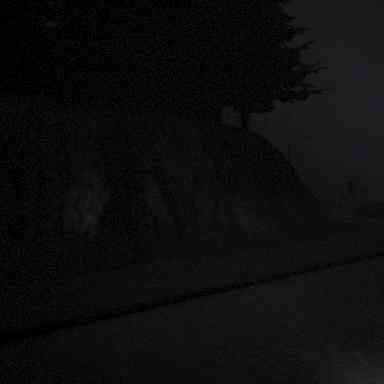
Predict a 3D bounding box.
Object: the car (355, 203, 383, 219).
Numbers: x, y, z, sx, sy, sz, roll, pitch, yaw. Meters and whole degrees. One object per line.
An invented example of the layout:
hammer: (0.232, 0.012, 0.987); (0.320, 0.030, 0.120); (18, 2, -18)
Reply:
car: (15.591, 1.564, 27.052); (1.994, 1.385, 4.181); (0, 0, -35)
